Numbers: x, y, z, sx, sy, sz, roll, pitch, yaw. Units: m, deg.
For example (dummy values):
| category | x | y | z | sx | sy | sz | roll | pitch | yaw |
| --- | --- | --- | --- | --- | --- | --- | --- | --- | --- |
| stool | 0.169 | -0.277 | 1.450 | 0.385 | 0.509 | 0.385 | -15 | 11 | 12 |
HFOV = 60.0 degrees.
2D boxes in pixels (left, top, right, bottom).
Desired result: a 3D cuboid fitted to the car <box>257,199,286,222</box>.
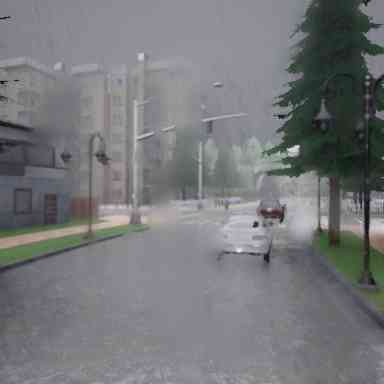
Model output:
| category | x | y | z | sx | sy | sz | roll | pitch | yaw |
| --- | --- | --- | --- | --- | --- | --- | --- | --- | --- |
| car | 6.442 | 1.372 | 26.841 | 2.097 | 1.767 | 4.553 | 0 | 0 | 18 |

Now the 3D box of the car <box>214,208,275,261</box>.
| category | x | y | z | sx | sy | sz | roll | pitch | yaw |
| --- | --- | --- | --- | --- | --- | --- | --- | --- | --- |
| car | 1.999 | 1.525 | 12.294 | 1.812 | 1.442 | 4.674 | 0 | 0 | 14 |
